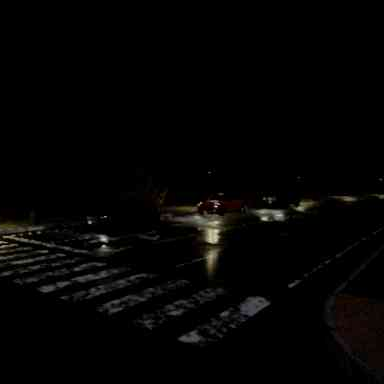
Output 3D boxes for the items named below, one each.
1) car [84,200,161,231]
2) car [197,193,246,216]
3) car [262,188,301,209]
[{"bbox_3d":[-3.728,1.221,18.608,1.812,1.442,4.674,1,1,37],"label":"car"},{"bbox_3d":[2.376,0.903,26.369,2.097,1.767,4.553,1,1,39],"label":"car"},{"bbox_3d":[9.549,0.606,35.109,2.150,2.045,5.566,1,2,40],"label":"car"}]
